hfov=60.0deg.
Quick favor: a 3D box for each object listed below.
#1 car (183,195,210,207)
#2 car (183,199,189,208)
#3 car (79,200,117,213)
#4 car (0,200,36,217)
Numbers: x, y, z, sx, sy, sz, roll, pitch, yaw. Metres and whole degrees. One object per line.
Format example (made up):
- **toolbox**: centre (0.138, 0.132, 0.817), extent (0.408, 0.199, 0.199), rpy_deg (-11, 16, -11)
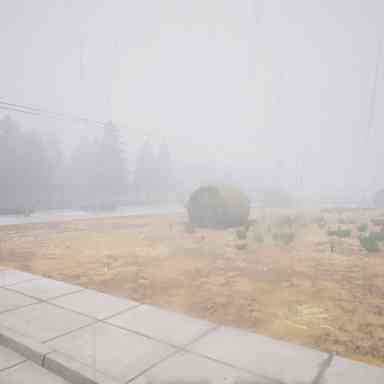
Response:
- **car**: centre (0.801, 1.378, 53.021), extent (2.097, 1.767, 4.553), rpy_deg (0, 0, 37)
- **car**: centre (0.621, 1.590, 46.676), extent (1.994, 1.385, 4.181), rpy_deg (0, 0, 37)
- **car**: centre (-10.612, 1.591, 37.736), extent (1.994, 1.385, 4.181), rpy_deg (0, 0, 37)
- **car**: centre (-16.551, 1.518, 29.728), extent (2.128, 1.511, 4.902), rpy_deg (0, 0, 37)
